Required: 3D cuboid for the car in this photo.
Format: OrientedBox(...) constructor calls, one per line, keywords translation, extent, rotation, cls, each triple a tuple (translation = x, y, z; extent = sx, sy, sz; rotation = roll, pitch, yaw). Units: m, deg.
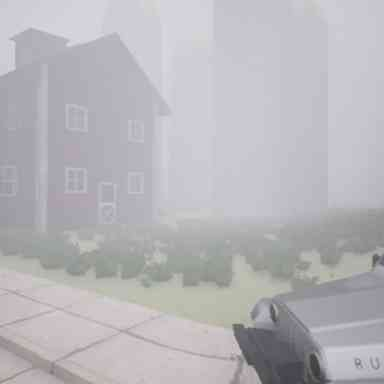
OrientedBox(translation=(2.427, 1.206, 2.970), extent=(3.866, 1.878, 1.905), rotation=(-1, 6, -7), cls="car")
